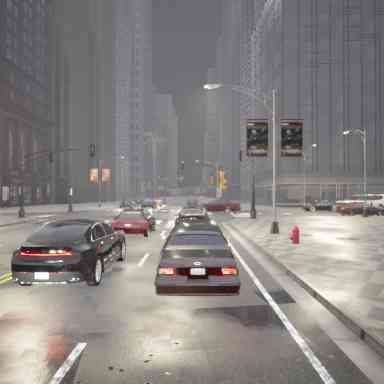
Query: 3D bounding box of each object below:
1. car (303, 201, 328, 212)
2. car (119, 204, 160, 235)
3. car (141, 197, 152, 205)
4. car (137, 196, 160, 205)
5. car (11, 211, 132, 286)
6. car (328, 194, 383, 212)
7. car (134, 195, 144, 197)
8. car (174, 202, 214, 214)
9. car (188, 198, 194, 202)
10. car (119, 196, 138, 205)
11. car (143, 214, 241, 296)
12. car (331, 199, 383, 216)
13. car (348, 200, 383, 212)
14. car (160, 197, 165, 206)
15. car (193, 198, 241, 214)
[{"bbox_3d":[15.212,1.660,38.789,4.313,1.339,1.947,0,0,-1],"label":"car"},{"bbox_3d":[-3.138,1.600,18.293,1.994,1.385,4.181,0,0,0],"label":"car"},{"bbox_3d":[-9.701,1.901,71.141,1.812,1.442,4.674,0,0,0],"label":"car"},{"bbox_3d":[-6.559,1.775,50.886,2.033,1.411,5.357,0,0,0],"label":"car"},{"bbox_3d":[-3.144,1.515,9.392,1.837,1.490,4.892,0,0,0],"label":"car"},{"bbox_3d":[18.287,1.272,36.083,5.566,2.045,2.150,0,-1,-1],"label":"car"},{"bbox_3d":[-9.775,1.518,60.794,2.150,2.045,5.566,0,0,0],"label":"car"},{"bbox_3d":[0.059,1.542,18.545,1.837,1.490,4.892,0,0,1],"label":"car"},{"bbox_3d":[0.146,1.893,65.018,1.994,1.385,4.181,0,0,0],"label":"car"},{"bbox_3d":[-9.840,1.731,50.775,1.837,1.490,4.892,0,0,-2],"label":"car"},{"bbox_3d":[0.112,1.557,8.806,2.033,1.411,5.357,0,0,0],"label":"car"},{"bbox_3d":[15.336,1.576,30.266,4.206,1.307,1.802,0,0,-1],"label":"car"},{"bbox_3d":[20.852,1.641,38.873,4.313,1.339,1.947,0,0,-1],"label":"car"},{"bbox_3d":[-6.528,1.644,60.168,2.097,1.767,4.553,0,0,0],"label":"car"},{"bbox_3d":[3.109,1.607,37.893,5.008,1.535,1.882,0,1,29],"label":"car"}]
